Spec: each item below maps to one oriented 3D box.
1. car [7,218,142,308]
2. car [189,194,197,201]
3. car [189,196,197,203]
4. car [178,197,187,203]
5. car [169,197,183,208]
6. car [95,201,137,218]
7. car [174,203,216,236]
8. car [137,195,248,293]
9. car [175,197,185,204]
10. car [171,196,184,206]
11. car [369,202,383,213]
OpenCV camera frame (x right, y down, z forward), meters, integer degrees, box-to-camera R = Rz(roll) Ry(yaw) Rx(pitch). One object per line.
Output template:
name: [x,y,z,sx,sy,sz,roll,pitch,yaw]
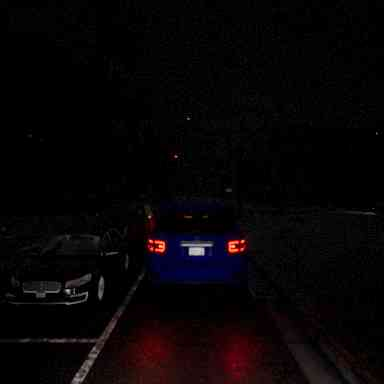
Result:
car: [-2.612,1.551,7.946,2.008,1.369,4.403,0,0,0]
car: [0.296,1.483,86.049,2.097,1.767,4.553,0,0,0]
car: [0.260,1.697,75.658,1.882,1.535,5.008,0,0,0]
car: [-2.368,1.805,80.001,2.008,1.369,4.403,0,0,0]
car: [-2.465,1.543,51.558,1.967,1.590,4.097,0,0,0]
car: [-2.594,1.318,13.410,2.192,1.841,5.009,0,0,0]
car: [0.187,1.502,19.532,2.128,1.511,4.902,0,0,1]
car: [0.124,1.222,8.991,2.150,2.045,5.566,0,0,1]
car: [-2.406,1.768,68.624,1.802,1.307,4.206,0,0,0]
car: [-2.445,1.568,57.246,1.967,1.590,4.097,0,0,0]
car: [20.348,1.445,33.710,4.181,1.385,1.994,0,0,0]
